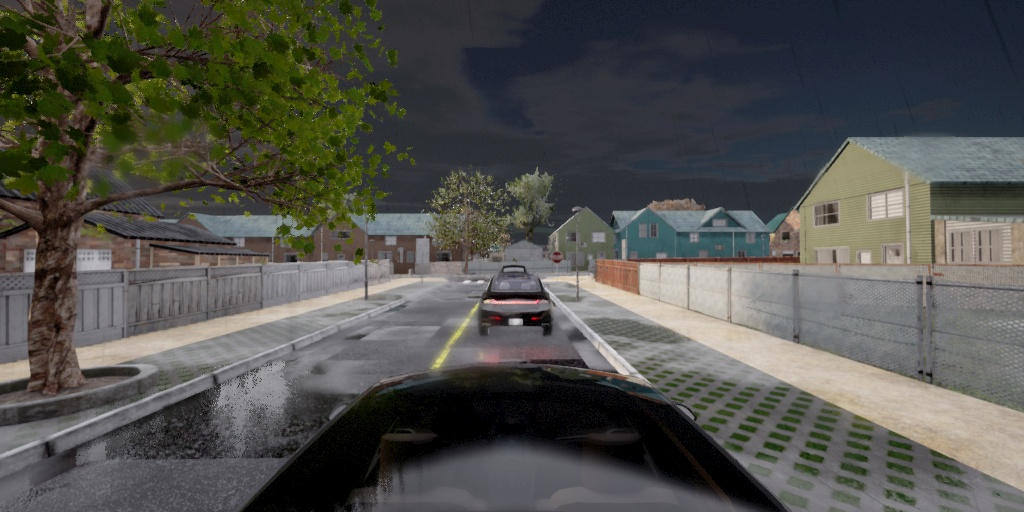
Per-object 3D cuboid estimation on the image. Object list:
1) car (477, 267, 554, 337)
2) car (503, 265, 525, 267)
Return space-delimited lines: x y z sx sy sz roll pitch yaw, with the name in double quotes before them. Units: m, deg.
"car" 0.095 1.245 10.357 2.128 1.511 4.902 0 0 0
"car" 0.118 1.265 20.802 1.837 1.490 4.892 0 0 1
